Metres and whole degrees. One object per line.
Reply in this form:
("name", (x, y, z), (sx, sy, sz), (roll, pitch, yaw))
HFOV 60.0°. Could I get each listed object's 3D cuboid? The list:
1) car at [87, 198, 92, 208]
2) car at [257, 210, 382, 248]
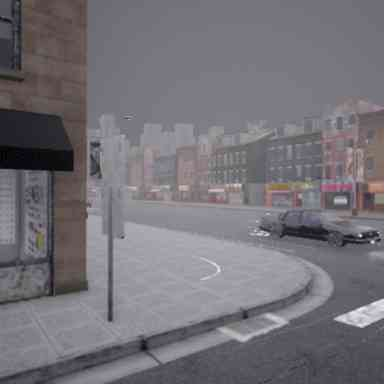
("car", (-14.273, 1.210, 42.378), (1.837, 1.490, 4.892), (0, 0, -36))
("car", (5.436, 1.516, 15.016), (2.033, 1.411, 5.357), (0, 0, -36))
